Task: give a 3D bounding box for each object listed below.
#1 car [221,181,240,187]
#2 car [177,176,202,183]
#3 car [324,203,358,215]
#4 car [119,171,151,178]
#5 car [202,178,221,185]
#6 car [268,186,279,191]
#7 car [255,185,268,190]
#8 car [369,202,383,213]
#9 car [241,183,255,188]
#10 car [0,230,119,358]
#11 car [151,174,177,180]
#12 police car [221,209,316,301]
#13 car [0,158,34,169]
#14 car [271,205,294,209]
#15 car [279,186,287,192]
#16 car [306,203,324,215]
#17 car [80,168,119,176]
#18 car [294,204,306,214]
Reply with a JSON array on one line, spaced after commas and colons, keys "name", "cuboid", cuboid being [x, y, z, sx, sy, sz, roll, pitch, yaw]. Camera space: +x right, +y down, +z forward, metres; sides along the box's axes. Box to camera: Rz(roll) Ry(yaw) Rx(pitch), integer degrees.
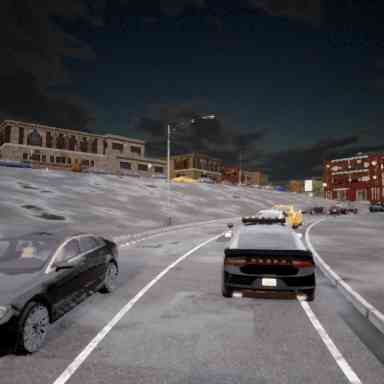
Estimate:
[{"name": "car", "cuboid": [6.833, -1.391, 67.078, 4.792, 1.488, 2.163, 4, -6, -45]}, {"name": "car", "cuboid": [-1.232, -1.983, 59.255, 5.008, 1.535, 2.097, 4, -6, -42]}, {"name": "car", "cuboid": [18.838, 2.075, 41.351, 4.674, 1.442, 1.812, 1, -4, -40]}, {"name": "car", "cuboid": [-9.519, -2.506, 51.894, 4.892, 1.521, 2.231, 3, -5, -40]}, {"name": "car", "cuboid": [2.773, -1.836, 63.058, 4.553, 1.767, 2.185, 4, -6, -43]}, {"name": "car", "cuboid": [18.089, -0.651, 79.223, 2.185, 1.767, 4.553, -4, -6, 41]}, {"name": "car", "cuboid": [14.353, -0.848, 75.006, 2.231, 1.521, 4.892, -4, -6, 43]}, {"name": "car", "cuboid": [27.913, 2.254, 49.011, 4.902, 1.511, 2.128, 2, -4, -39]}, {"name": "car", "cuboid": [10.669, -1.096, 71.035, 2.002, 1.452, 4.674, -4, -6, 44]}, {"name": "car", "cuboid": [-2.903, 1.540, 6.285, 2.128, 1.511, 4.902, 0, -1, 7]}, {"name": "car", "cuboid": [-5.336, -2.211, 55.527, 4.674, 1.452, 2.002, 4, -5, -41]}, {"name": "police car", "cuboid": [1.854, 1.457, 8.624, 1.930, 1.638, 5.238, -1, 0, 10]}, {"name": "car", "cuboid": [-22.142, -3.296, 41.357, 4.553, 1.767, 2.185, 3, -5, -40]}, {"name": "car", "cuboid": [4.255, 1.641, 17.748, 1.812, 1.442, 4.674, -1, -1, 19]}, {"name": "car", "cuboid": [21.730, -0.427, 83.486, 2.435, 2.045, 5.566, -3, -6, 40]}, {"name": "car", "cuboid": [15.396, 2.207, 42.779, 4.892, 1.490, 1.837, 1, -4, -44]}, {"name": "car", "cuboid": [-13.748, -2.738, 48.354, 4.892, 1.521, 2.231, 3, -5, -40]}, {"name": "car", "cuboid": [6.432, 1.663, 23.046, 1.882, 1.535, 5.008, -2, -2, 25]}]
